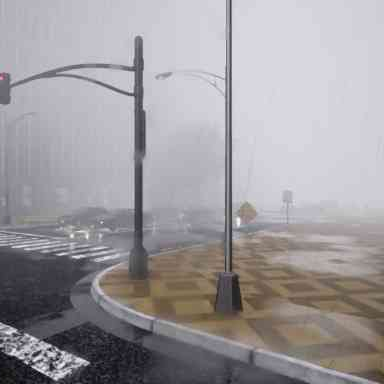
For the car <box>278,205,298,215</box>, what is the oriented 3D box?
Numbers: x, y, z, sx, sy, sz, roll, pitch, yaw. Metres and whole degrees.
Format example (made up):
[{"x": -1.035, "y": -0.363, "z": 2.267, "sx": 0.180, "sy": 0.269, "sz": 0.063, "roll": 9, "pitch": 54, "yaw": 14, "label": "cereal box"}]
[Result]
[{"x": 13.571, "y": 2.450, "z": 46.225, "sx": 1.895, "sy": 1.301, "sz": 4.718, "roll": 0, "pitch": -1, "yaw": 33, "label": "car"}]

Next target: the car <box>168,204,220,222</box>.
[{"x": 0.310, "y": 1.992, "z": 31.829, "sx": 2.128, "sy": 1.511, "sz": 4.902, "roll": 0, "pitch": -1, "yaw": 33, "label": "car"}]

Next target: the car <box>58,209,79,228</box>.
[{"x": -7.822, "y": 1.844, "z": 25.153, "sx": 1.812, "sy": 1.442, "sz": 4.674, "roll": 0, "pitch": -1, "yaw": 31, "label": "car"}]

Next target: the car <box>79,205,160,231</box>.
[{"x": -4.950, "y": 1.874, "z": 23.625, "sx": 2.033, "sy": 1.411, "sz": 5.357, "roll": 0, "pitch": -1, "yaw": 33, "label": "car"}]

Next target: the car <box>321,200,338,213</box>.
[{"x": 21.758, "y": 2.254, "z": 53.066, "sx": 2.150, "sy": 2.045, "sz": 5.566, "roll": 0, "pitch": -1, "yaw": 33, "label": "car"}]

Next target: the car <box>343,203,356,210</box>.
[{"x": 31.285, "y": 2.837, "z": 65.825, "sx": 1.812, "sy": 1.442, "sz": 4.674, "roll": 0, "pitch": -1, "yaw": 33, "label": "car"}]

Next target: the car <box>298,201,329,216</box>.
[{"x": 16.241, "y": 2.343, "z": 44.374, "sx": 2.128, "sy": 1.511, "sz": 4.902, "roll": 0, "pitch": -1, "yaw": 33, "label": "car"}]

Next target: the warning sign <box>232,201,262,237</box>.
[{"x": 3.059, "y": 1.454, "z": 18.575, "sx": 1.300, "sy": 1.860, "sz": 1.060, "roll": 1, "pitch": 1, "yaw": 33, "label": "warning sign"}]

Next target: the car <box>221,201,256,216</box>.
[{"x": 5.777, "y": 2.034, "z": 40.340, "sx": 2.097, "sy": 1.767, "sz": 4.553, "roll": 0, "pitch": -1, "yaw": 33, "label": "car"}]

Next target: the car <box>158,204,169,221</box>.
[{"x": -2.861, "y": 1.988, "z": 32.905, "sx": 1.837, "sy": 1.490, "sz": 4.892, "roll": 0, "pitch": -1, "yaw": 33, "label": "car"}]

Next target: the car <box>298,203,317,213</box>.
[{"x": 19.003, "y": 2.593, "z": 54.792, "sx": 1.994, "sy": 1.385, "sz": 4.181, "roll": 0, "pitch": -1, "yaw": 33, "label": "car"}]

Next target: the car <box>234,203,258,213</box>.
[{"x": 8.097, "y": 2.370, "z": 49.885, "sx": 1.812, "sy": 1.442, "sz": 4.674, "roll": 0, "pitch": -1, "yaw": 32, "label": "car"}]
